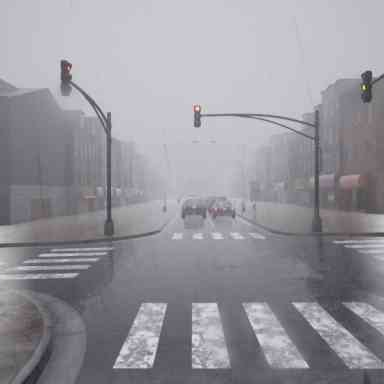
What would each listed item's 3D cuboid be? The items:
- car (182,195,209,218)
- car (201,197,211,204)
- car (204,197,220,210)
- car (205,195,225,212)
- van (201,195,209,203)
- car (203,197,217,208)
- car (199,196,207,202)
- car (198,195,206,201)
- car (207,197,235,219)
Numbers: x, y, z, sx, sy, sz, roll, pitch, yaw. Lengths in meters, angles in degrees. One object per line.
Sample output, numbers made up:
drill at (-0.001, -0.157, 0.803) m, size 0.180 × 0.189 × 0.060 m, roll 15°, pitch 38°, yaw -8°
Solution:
car at (0.170, 1.384, 30.904) m, size 2.097 × 1.767 × 4.553 m, roll 0°, pitch 0°, yaw 0°
car at (2.776, 1.668, 67.607) m, size 1.752 × 1.417 × 4.829 m, roll -1°, pitch 0°, yaw 0°
car at (2.728, 1.509, 45.828) m, size 1.967 × 1.590 × 4.097 m, roll -1°, pitch 0°, yaw 0°
car at (2.715, 1.370, 40.426) m, size 2.192 × 1.841 × 5.009 m, roll -1°, pitch 0°, yaw 0°
van at (2.785, 1.505, 72.841) m, size 1.690 × 1.788 × 3.998 m, roll -1°, pitch 0°, yaw 0°
car at (2.740, 1.525, 51.231) m, size 1.967 × 1.590 × 4.097 m, roll -1°, pitch 0°, yaw 0°
car at (2.811, 1.793, 83.644) m, size 1.802 × 1.307 × 4.206 m, roll -1°, pitch 0°, yaw 0°
car at (2.833, 1.702, 94.450) m, size 1.967 × 1.590 × 4.097 m, roll -1°, pitch 0°, yaw 0°
car at (2.693, 1.470, 29.622) m, size 1.967 × 1.590 × 4.097 m, roll -1°, pitch 0°, yaw 0°
